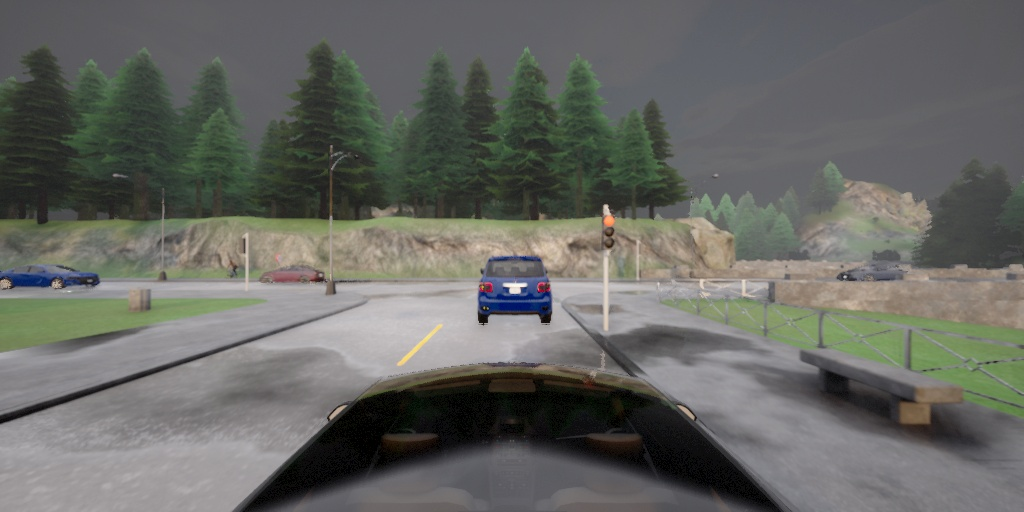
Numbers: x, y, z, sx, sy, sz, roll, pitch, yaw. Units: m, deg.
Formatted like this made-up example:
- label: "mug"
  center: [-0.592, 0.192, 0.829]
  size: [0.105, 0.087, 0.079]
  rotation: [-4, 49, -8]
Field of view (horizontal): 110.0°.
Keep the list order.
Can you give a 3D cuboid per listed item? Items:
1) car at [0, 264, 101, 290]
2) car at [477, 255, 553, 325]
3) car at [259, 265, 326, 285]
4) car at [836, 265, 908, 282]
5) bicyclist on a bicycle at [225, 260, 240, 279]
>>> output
- label: "car"
  center: [-28.737, 1.271, 22.293]
  size: [5.008, 1.535, 1.882]
  rotation: [0, 0, 0]
- label: "car"
  center: [0.069, 0.995, 12.134]
  size: [2.150, 2.045, 5.566]
  rotation: [0, 0, 0]
- label: "car"
  center: [-16.086, 1.366, 26.399]
  size: [4.181, 1.385, 1.994]
  rotation: [0, 0, 1]
- label: "car"
  center: [26.604, 1.366, 26.478]
  size: [4.181, 1.385, 1.994]
  rotation: [0, 0, 0]
- label: "bicyclist on a bicycle"
  center: [-23.937, 1.160, 30.690]
  size: [0.582, 1.620, 1.656]
  rotation: [0, 0, 0]
